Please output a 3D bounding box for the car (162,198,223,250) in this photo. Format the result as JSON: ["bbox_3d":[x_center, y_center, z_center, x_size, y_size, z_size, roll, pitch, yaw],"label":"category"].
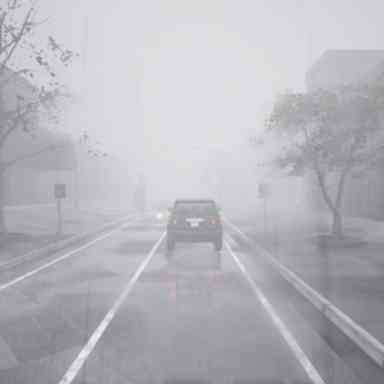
[{"bbox_3d":[0.102,1.254,14.580,2.150,2.045,5.566,0,0,0],"label":"car"}]

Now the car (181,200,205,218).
[{"bbox_3d":[0.102,1.564,31.555,2.128,1.511,4.902,0,0,0],"label":"car"}]

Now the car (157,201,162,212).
[{"bbox_3d":[-3.089,1.691,40.254,1.895,1.301,4.718,0,0,0],"label":"car"}]
